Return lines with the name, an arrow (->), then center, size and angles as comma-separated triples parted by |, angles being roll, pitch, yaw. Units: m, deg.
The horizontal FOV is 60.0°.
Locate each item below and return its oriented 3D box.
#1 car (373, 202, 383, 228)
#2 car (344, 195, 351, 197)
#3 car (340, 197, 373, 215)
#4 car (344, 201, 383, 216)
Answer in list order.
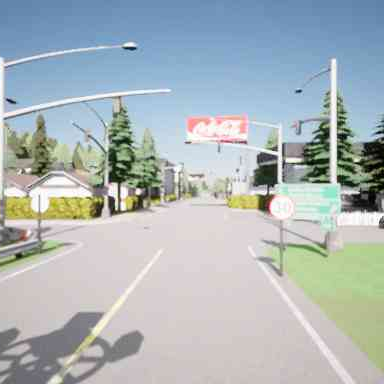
car -> 15.018, 1.668, 22.084 | 4.553, 1.767, 2.097 | 0, 0, 3
car -> 38.518, 1.870, 78.850 | 2.007, 1.523, 4.514 | 0, 0, 2
car -> 15.851, 1.666, 32.984 | 3.866, 1.878, 1.905 | 0, 0, 2
car -> 20.433, 1.865, 38.449 | 4.611, 1.667, 2.242 | 0, 0, 2
